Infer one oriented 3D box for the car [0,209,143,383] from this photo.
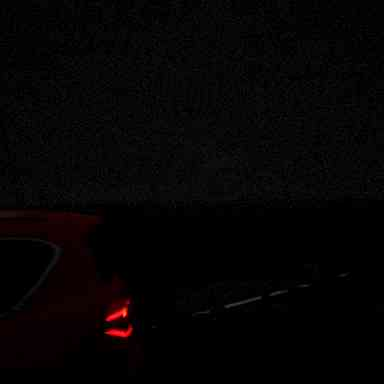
[{"bbox_3d":[-3.008,1.214,1.840,5.566,2.045,2.150,-2,1,-35],"label":"car"}]
